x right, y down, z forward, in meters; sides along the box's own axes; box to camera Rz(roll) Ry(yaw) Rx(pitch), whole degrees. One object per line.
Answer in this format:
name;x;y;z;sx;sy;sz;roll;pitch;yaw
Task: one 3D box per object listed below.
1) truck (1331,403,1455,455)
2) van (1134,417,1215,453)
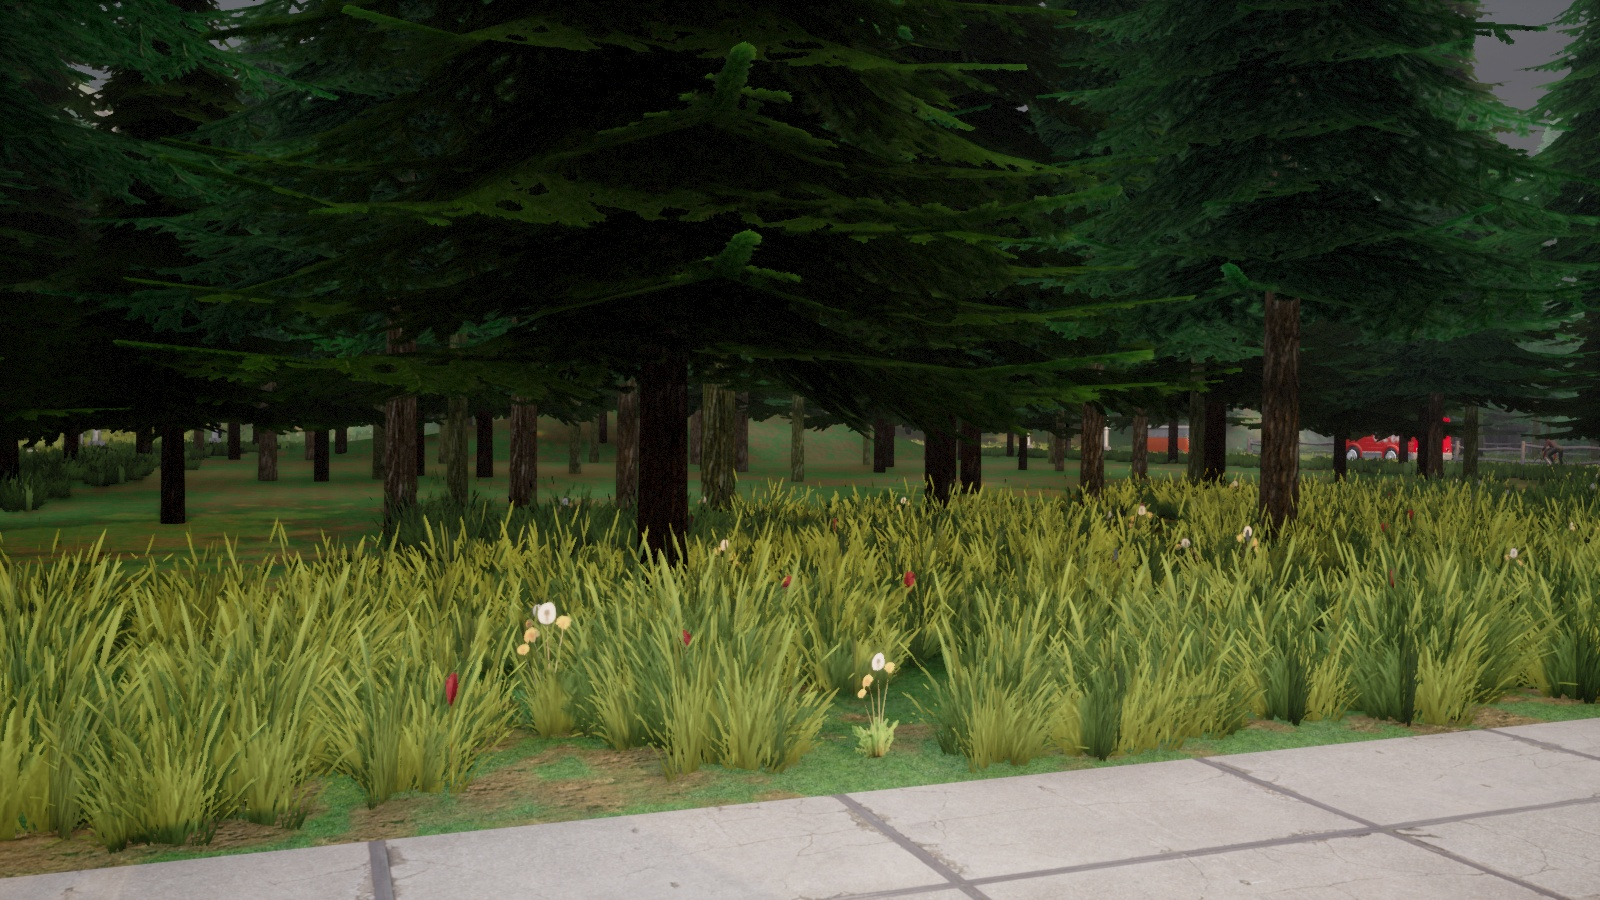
truck;29.091;-1.036;61.830;2.627;2.467;5.204;-1;1;-20
van;21.377;-0.876;71.832;1.775;1.987;4.442;-1;1;-30
